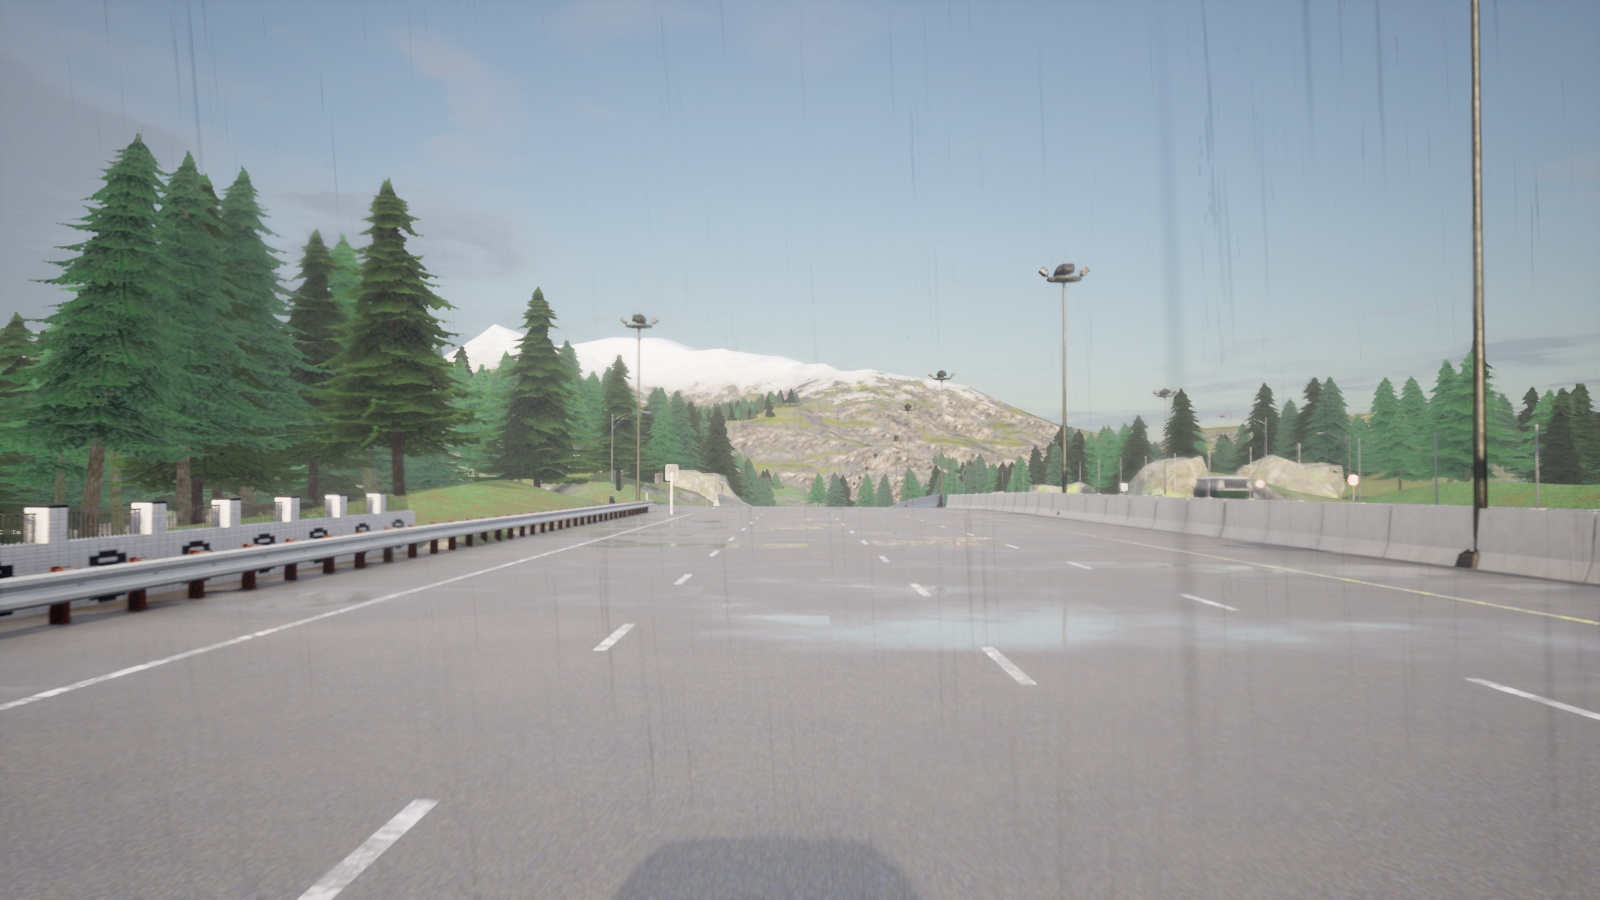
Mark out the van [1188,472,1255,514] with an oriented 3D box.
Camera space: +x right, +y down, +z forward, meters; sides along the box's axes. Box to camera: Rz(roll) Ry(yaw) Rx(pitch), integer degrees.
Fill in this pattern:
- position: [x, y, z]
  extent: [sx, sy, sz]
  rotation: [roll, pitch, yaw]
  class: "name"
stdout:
- position: [20.850, 2.125, 62.302]
  extent: [1.775, 1.987, 4.442]
  rotation: [0, -2, 0]
  class: "van"
